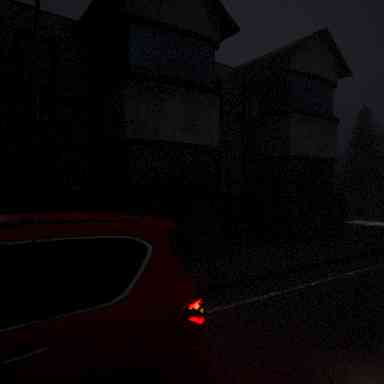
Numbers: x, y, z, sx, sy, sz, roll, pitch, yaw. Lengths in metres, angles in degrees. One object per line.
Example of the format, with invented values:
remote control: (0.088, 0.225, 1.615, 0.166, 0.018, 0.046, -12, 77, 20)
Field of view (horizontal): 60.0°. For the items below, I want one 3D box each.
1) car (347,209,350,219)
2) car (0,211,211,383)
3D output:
car: (10.482, 1.352, 27.227, 2.097, 1.767, 4.553, 0, 0, -35)
car: (-2.430, 1.221, 2.230, 5.566, 2.045, 2.150, 0, 0, -35)
